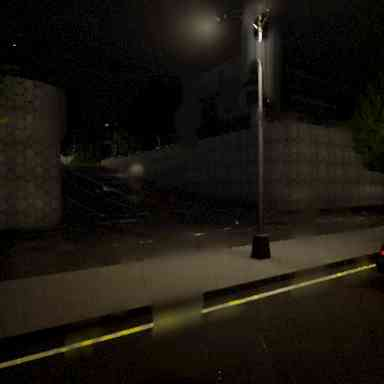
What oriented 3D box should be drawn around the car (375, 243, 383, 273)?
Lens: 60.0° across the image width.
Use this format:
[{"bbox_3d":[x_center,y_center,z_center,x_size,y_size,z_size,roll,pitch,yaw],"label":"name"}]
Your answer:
[{"bbox_3d":[6.811,1.424,8.489,5.357,1.411,2.033,-1,0,-34],"label":"car"}]
